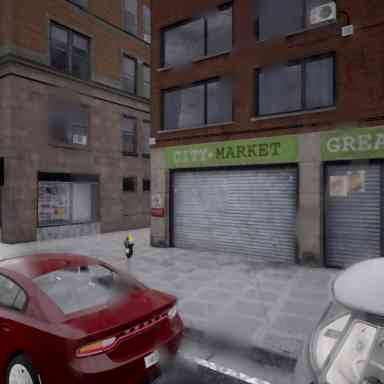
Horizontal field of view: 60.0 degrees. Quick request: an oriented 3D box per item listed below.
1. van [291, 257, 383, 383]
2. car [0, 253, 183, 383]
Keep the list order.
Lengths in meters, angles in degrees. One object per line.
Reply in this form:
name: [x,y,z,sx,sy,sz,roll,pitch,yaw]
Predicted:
van: [2.398,1.341,1.367,3.998,1.788,1.690,0,0,35]
car: [-2.211,1.544,4.653,4.507,1.381,1.887,0,0,35]
